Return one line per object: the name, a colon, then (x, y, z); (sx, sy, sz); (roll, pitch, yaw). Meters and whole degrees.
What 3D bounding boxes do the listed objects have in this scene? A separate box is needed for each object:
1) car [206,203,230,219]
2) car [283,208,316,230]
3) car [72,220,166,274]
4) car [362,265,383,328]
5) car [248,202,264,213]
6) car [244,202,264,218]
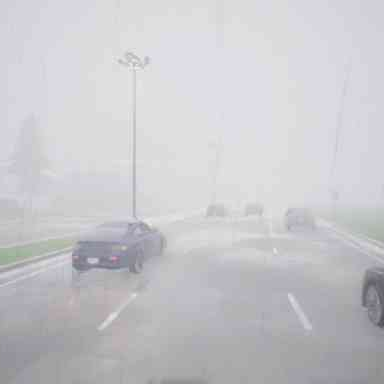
car: (2.652, 1.874, 33.887); (1.837, 1.490, 4.892); (0, -1, 13)
car: (7.446, 1.803, 23.282); (2.033, 1.411, 5.357); (0, -1, 13)
car: (-2.190, 1.644, 10.923); (1.812, 1.442, 4.674); (0, -1, 9)
car: (3.913, 1.540, 4.187); (2.128, 1.511, 4.902); (0, -1, 4)
car: (8.765, 2.061, 45.538); (1.994, 1.385, 4.181); (0, -1, 13)
car: (6.611, 1.893, 35.540); (1.837, 1.490, 4.892); (0, -1, 13)
